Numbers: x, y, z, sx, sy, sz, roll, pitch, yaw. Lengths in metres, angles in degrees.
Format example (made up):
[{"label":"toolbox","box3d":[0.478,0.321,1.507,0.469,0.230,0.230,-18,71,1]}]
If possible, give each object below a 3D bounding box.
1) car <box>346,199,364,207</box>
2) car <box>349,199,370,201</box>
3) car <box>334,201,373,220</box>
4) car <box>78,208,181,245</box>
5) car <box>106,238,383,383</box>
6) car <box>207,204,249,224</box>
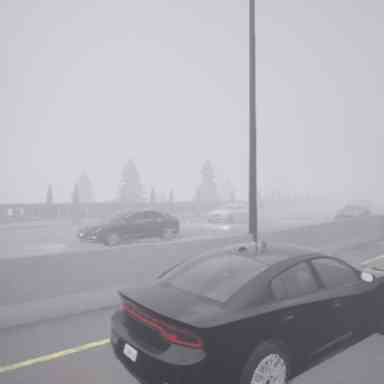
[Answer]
[{"label":"car","box3d":[28.346,1.864,57.782,1.994,1.385,4.181,0,0,38]},{"label":"car","box3d":[23.788,1.745,46.288,1.837,1.490,4.892,0,0,38]},{"label":"car","box3d":[13.186,1.683,26.998,2.033,1.411,5.357,0,0,38]},{"label":"car","box3d":[-2.759,1.547,15.387,4.892,1.490,1.837,0,0,-41]},{"label":"car","box3d":[1.325,1.495,4.931,5.008,1.535,1.882,0,0,-38]},{"label":"car","box3d":[3.139,1.638,25.967,1.812,1.442,4.674,0,0,42]}]
